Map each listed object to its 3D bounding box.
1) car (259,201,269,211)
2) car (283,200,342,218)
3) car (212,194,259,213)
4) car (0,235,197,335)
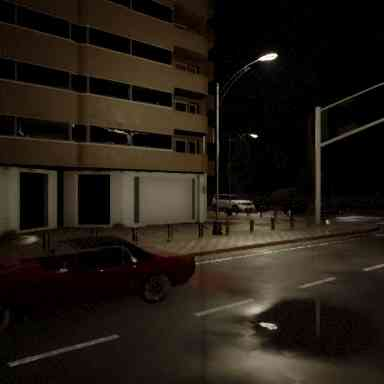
[{"bbox_3d":[7.162,1.558,40.573,1.837,1.490,4.892,0,1,-36],"label":"car"},{"bbox_3d":[10.512,1.560,29.958,1.837,1.490,4.892,0,0,-36],"label":"car"},{"bbox_3d":[4.592,1.273,38.154,2.150,2.045,5.566,0,0,-36],"label":"car"},{"bbox_3d":[-2.319,1.601,6.612,4.718,1.301,1.895,0,0,-35],"label":"car"}]
